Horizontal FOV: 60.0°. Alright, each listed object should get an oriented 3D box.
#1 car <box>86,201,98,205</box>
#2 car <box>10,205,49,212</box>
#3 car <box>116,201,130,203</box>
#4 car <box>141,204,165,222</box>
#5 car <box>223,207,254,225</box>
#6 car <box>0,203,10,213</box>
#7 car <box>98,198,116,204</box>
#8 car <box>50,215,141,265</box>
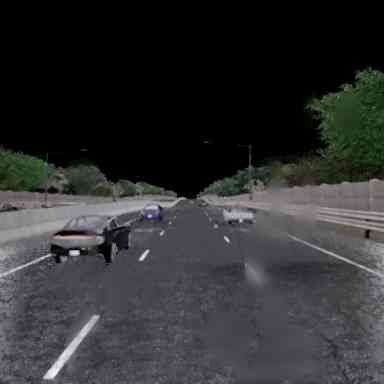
[{"bbox_3d":[-21.013,2.635,70.748,2.033,1.411,5.357,0,-2,0],"label":"car"},{"bbox_3d":[-14.099,1.853,30.064,1.994,1.385,4.181,0,-1,0],"label":"car"},{"bbox_3d":[-14.013,2.619,70.750,2.128,1.511,4.902,0,-2,0],"label":"car"},{"bbox_3d":[-3.405,1.804,29.293,1.812,1.442,4.674,0,-1,0],"label":"car"},{"bbox_3d":[3.596,1.846,26.646,1.895,1.301,4.718,0,-1,0],"label":"car"},{"bbox_3d":[-17.600,1.780,29.953,2.128,1.511,4.902,0,-1,0],"label":"car"},{"bbox_3d":[-17.513,2.319,70.729,2.150,2.045,5.566,0,-2,0],"label":"car"},{"bbox_3d":[-3.401,1.572,12.056,2.128,1.511,4.902,0,0,0],"label":"car"}]
